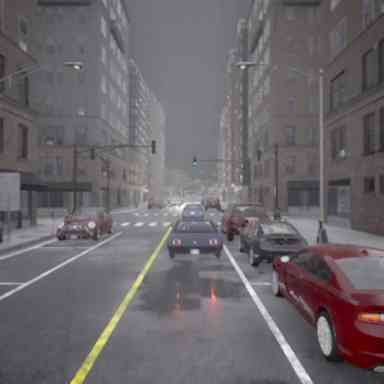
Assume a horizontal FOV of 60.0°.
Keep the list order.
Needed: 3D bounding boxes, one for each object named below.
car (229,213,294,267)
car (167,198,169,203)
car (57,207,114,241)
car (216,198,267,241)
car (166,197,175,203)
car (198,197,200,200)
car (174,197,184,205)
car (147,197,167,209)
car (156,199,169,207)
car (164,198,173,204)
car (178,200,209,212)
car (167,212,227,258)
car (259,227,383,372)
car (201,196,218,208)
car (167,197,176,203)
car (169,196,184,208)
[{"bbox_3d":[2.637,1.621,11.502,2.008,1.369,4.403,0,0,0],"label":"car"},{"bbox_3d":[-5.417,1.895,55.246,1.947,1.339,4.313,0,0,0],"label":"car"},{"bbox_3d":[-5.388,1.544,17.185,1.967,1.590,4.097,0,0,0],"label":"car"},{"bbox_3d":[2.637,1.419,17.186,2.192,1.841,5.009,0,0,0],"label":"car"},{"bbox_3d":[-5.406,2.036,82.765,1.887,1.381,4.507,0,0,0],"label":"car"},{"bbox_3d":[2.687,1.676,60.753,2.192,1.841,5.009,0,0,0],"label":"car"},{"bbox_3d":[-2.751,1.952,71.895,2.128,1.511,4.902,0,0,0],"label":"car"},{"bbox_3d":[-5.419,1.612,49.744,2.192,1.841,5.009,0,0,0],"label":"car"},{"bbox_3d":[-5.415,1.912,60.750,2.008,1.369,4.403,0,0,0],"label":"car"},{"bbox_3d":[-5.408,2.003,77.261,1.887,1.381,4.507,0,0,0],"label":"car"},{"bbox_3d":[0.099,1.716,28.541,2.033,1.411,5.357,0,0,0],"label":"car"},{"bbox_3d":[0.101,1.680,13.120,1.895,1.301,4.718,0,0,0],"label":"car"},{"bbox_3d":[2.637,1.581,5.820,1.887,1.381,4.507,0,0,0],"label":"car"},{"bbox_3d":[2.700,1.579,44.242,2.192,1.841,5.009,0,0,0],"label":"car"},{"bbox_3d":[-5.404,2.074,88.268,2.008,1.369,4.403,0,0,0],"label":"car"},{"bbox_3d":[-2.806,1.862,56.538,1.812,1.442,4.674,0,0,0],"label":"car"}]
